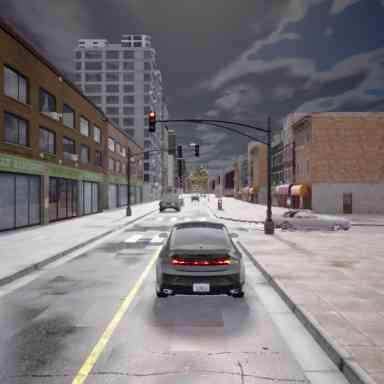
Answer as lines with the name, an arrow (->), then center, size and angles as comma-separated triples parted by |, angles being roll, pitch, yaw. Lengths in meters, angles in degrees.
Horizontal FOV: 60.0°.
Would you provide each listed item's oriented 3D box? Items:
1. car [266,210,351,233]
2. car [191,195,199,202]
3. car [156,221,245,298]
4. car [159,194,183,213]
car -> 7.004, 1.770, 20.247 | 4.718, 1.301, 1.895 | 1, 0, 6
car -> 0.740, 1.466, 75.138 | 1.837, 1.490, 4.892 | 0, 0, 1
car -> 0.176, 1.505, 8.526 | 1.837, 1.490, 4.892 | 0, 0, 0
car -> -2.487, 1.220, 38.191 | 2.150, 2.045, 5.566 | 0, 0, 1
